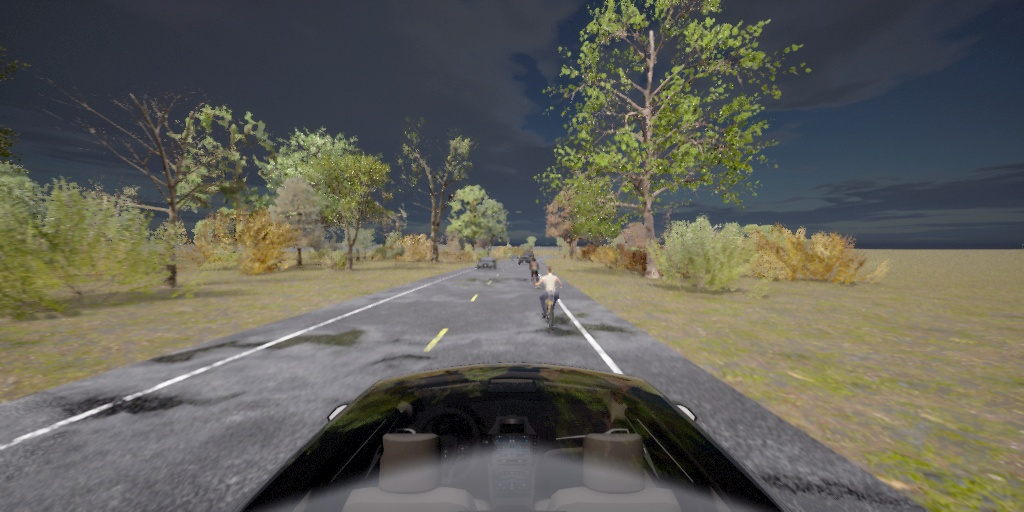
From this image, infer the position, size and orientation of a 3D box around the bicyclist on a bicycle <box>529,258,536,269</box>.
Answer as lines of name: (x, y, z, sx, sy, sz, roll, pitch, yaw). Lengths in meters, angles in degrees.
bicyclist on a bicycle: (1.190, 0.951, 18.997, 0.582, 1.620, 1.656, 0, 1, 1)

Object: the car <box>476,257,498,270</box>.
car: (-2.631, 0.800, 38.993, 1.994, 1.385, 4.181, 0, 1, 3)

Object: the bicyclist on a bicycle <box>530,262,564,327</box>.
bicyclist on a bicycle: (1.035, 1.063, 9.937, 0.866, 1.612, 1.509, 0, 1, 0)

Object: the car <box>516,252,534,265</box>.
car: (2.068, 0.547, 56.183, 1.837, 1.490, 4.892, 0, 1, 4)
